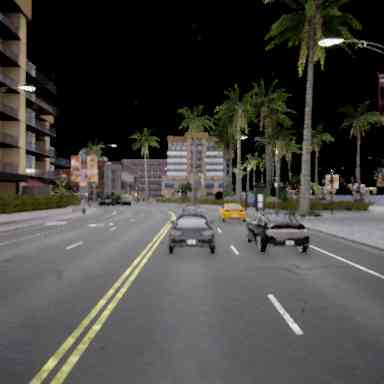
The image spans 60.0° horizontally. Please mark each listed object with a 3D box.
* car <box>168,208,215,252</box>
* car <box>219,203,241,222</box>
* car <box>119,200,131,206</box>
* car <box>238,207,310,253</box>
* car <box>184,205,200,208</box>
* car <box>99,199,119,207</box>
[{"bbox_3d":[0.001,1.660,14.364,1.812,1.442,4.674,0,0,0],"label":"car"},{"bbox_3d":[3.486,1.752,29.488,1.882,1.535,5.008,0,0,0],"label":"car"},{"bbox_3d":[-13.912,2.220,67.420,1.895,1.301,4.718,0,-1,-32],"label":"car"},{"bbox_3d":[3.501,1.626,14.296,2.128,1.511,4.902,0,0,0],"label":"car"},{"bbox_3d":[-0.009,1.817,28.986,2.033,1.411,5.357,0,0,0],"label":"car"},{"bbox_3d":[-16.668,2.148,65.183,2.033,1.411,5.357,0,-1,-31],"label":"car"}]
